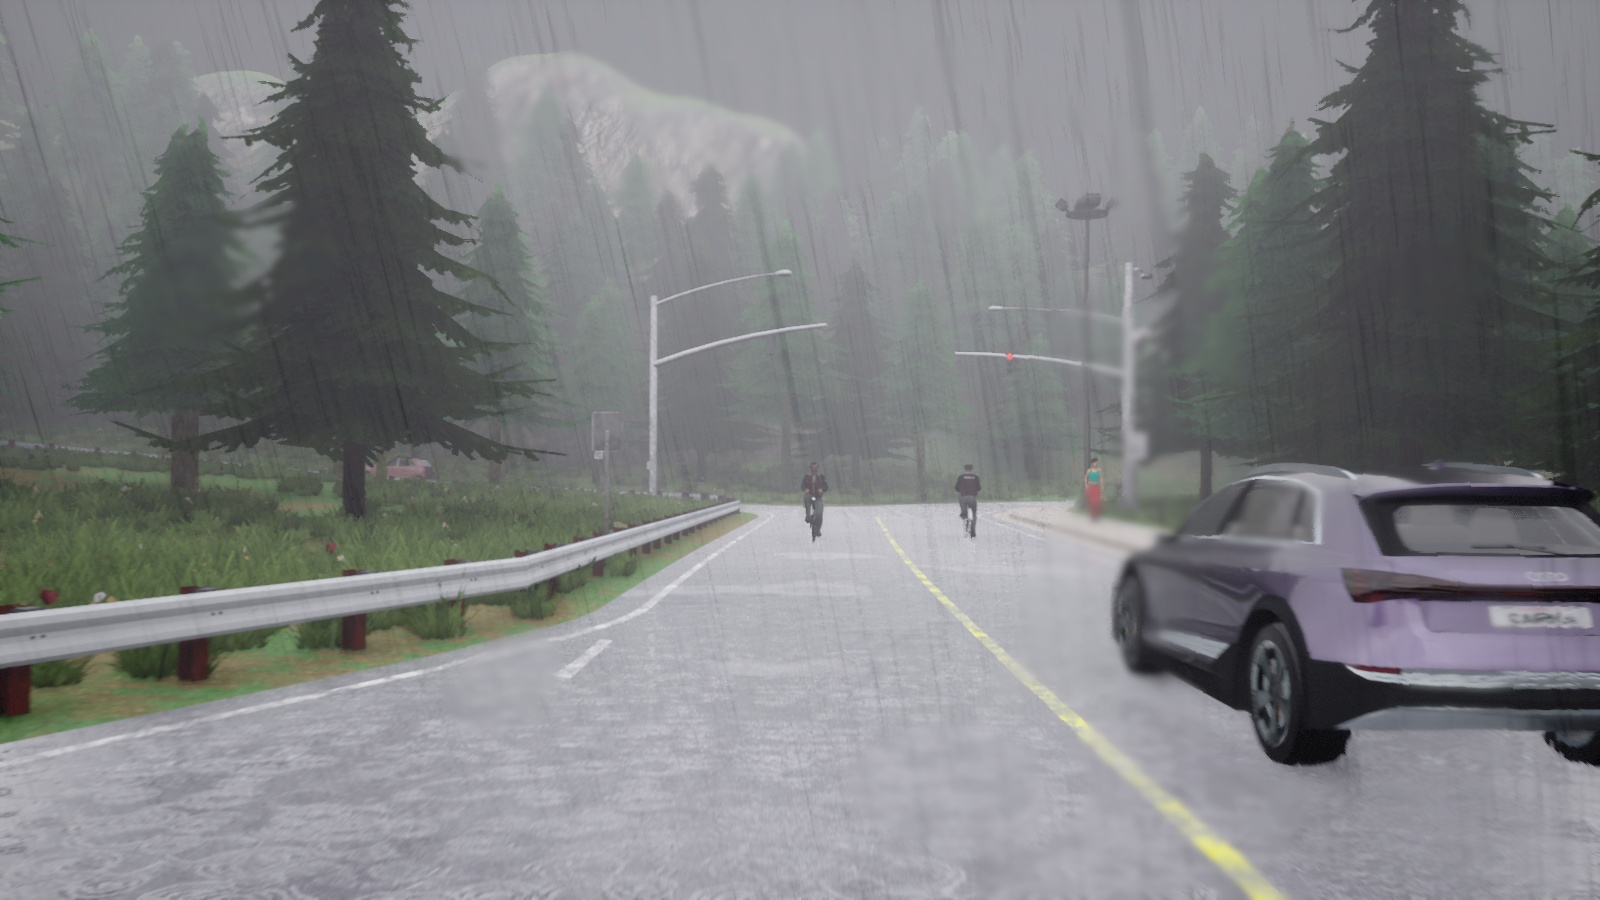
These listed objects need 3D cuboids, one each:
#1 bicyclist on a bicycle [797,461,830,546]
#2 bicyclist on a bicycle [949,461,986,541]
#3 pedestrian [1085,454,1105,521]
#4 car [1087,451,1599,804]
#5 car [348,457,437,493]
[{"bbox_3d":[0.303,1.142,27.329,0.659,1.776,1.843,0,-1,2],"label":"bicyclist on a bicycle"},{"bbox_3d":[3.871,1.157,29.109,0.659,1.776,1.843,0,-1,2],"label":"bicyclist on a bicycle"},{"bbox_3d":[8.079,1.021,34.415,0.345,1.836,0.594,0,-1,-4],"label":"pedestrian"},{"bbox_3d":[3.483,0.870,8.319,2.033,1.649,4.856,0,-1,0],"label":"car"},{"bbox_3d":[-19.772,1.216,61.009,3.633,1.501,1.845,3,-1,3],"label":"car"}]
